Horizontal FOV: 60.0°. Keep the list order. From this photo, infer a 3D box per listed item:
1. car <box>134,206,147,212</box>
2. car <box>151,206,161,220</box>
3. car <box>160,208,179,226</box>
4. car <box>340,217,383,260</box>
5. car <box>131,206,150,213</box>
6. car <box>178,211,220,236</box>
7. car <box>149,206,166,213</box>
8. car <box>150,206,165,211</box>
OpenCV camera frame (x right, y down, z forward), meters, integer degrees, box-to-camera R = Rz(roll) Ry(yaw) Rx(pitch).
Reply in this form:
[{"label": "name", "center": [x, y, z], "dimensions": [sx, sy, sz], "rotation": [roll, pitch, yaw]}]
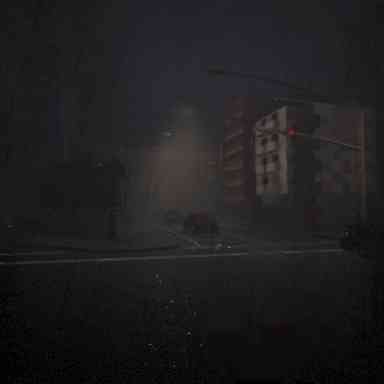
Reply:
[{"label": "car", "center": [-12.681, 4.184, 82.266], "dimensions": [1.853, 1.218, 4.536], "rotation": [-1, -2, 12]}, {"label": "car", "center": [-4.635, 3.169, 47.582], "dimensions": [1.812, 1.442, 4.674], "rotation": [0, -2, -12]}, {"label": "car", "center": [-1.922, 2.692, 35.622], "dimensions": [1.882, 1.535, 5.008], "rotation": [0, -2, -13]}, {"label": "car", "center": [8.829, 1.586, 13.061], "dimensions": [5.566, 2.045, 2.150], "rotation": [-1, -1, 22]}, {"label": "car", "center": [-12.690, 4.340, 82.209], "dimensions": [2.038, 1.542, 4.974], "rotation": [-1, -2, 12]}, {"label": "car", "center": [0.585, 2.300, 24.699], "dimensions": [1.882, 1.535, 5.008], "rotation": [0, -2, -13]}, {"label": "car", "center": [-8.567, 4.312, 82.843], "dimensions": [2.038, 1.542, 4.974], "rotation": [1, -2, -33]}, {"label": "car", "center": [-8.597, 4.157, 82.891], "dimensions": [1.853, 1.218, 4.536], "rotation": [1, -2, -33]}]
